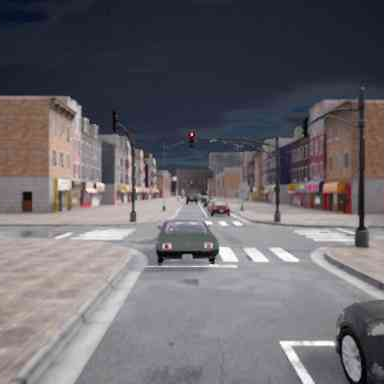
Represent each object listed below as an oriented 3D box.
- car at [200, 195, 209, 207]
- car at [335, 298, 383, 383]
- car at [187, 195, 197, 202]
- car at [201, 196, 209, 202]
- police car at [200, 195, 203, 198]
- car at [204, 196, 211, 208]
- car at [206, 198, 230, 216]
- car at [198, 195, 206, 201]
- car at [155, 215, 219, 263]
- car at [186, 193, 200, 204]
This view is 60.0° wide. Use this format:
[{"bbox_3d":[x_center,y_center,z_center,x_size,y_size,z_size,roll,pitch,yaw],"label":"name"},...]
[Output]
[{"bbox_3d":[2.582,1.543,48.568,1.947,1.339,4.313,0,0,0],"label":"car"},{"bbox_3d":[2.637,1.546,2.498,2.008,1.369,4.403,0,0,0],"label":"car"},{"bbox_3d":[-0.082,1.395,71.666,2.033,1.411,5.357,0,0,0],"label":"car"},{"bbox_3d":[2.935,1.561,76.699,1.812,1.442,4.674,0,0,0],"label":"car"},{"bbox_3d":[2.929,1.443,69.810,1.930,1.638,5.238,0,0,0],"label":"police car"},{"bbox_3d":[2.596,1.495,37.378,1.752,1.417,4.829,0,0,0],"label":"car"},{"bbox_3d":[2.603,1.514,31.529,1.887,1.381,4.507,0,0,0],"label":"car"},{"bbox_3d":[2.536,1.505,88.325,1.967,1.590,4.097,0,0,0],"label":"car"},{"bbox_3d":[-0.307,1.582,11.835,1.895,1.301,4.718,0,0,-5],"label":"car"},{"bbox_3d":[-0.021,1.219,61.470,2.150,2.045,5.566,0,0,1],"label":"car"}]
